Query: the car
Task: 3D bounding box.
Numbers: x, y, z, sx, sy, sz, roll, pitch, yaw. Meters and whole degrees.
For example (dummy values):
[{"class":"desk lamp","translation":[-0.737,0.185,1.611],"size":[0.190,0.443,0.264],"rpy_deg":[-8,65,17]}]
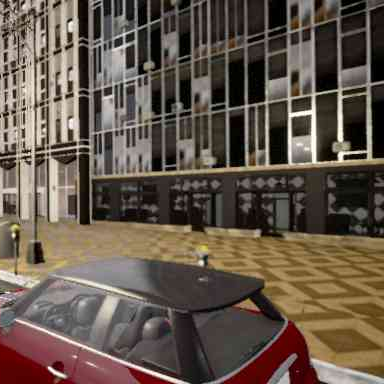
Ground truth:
[{"class":"car","translation":[-0.923,1.441,3.547],"size":[4.097,1.590,1.967],"rpy_deg":[0,-1,36]}]
